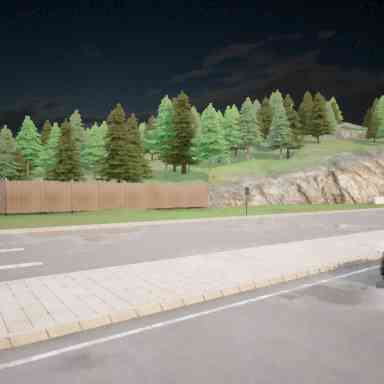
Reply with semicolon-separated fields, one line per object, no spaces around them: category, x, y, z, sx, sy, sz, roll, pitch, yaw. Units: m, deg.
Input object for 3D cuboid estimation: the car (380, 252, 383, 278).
car;6.633;1.564;8.473;4.181;1.385;1.994;0;0;-35
